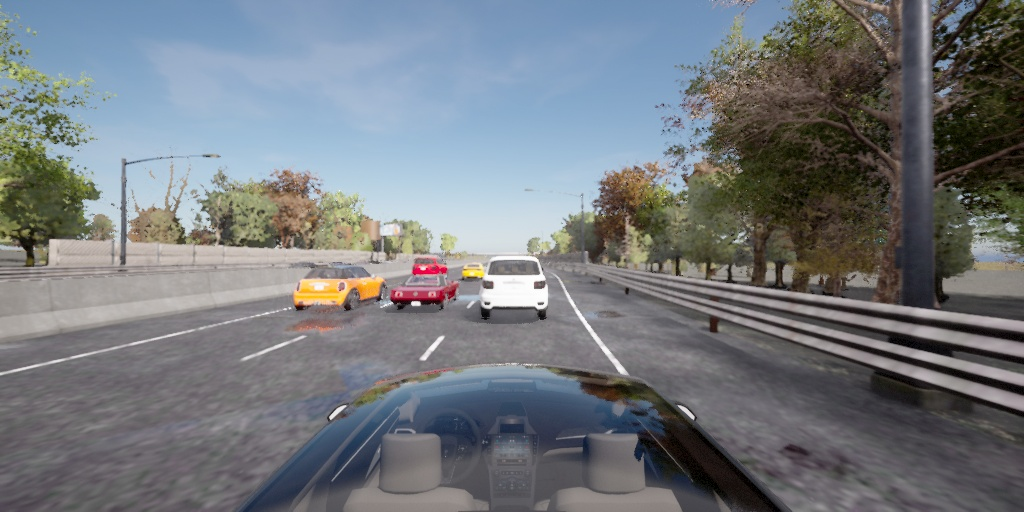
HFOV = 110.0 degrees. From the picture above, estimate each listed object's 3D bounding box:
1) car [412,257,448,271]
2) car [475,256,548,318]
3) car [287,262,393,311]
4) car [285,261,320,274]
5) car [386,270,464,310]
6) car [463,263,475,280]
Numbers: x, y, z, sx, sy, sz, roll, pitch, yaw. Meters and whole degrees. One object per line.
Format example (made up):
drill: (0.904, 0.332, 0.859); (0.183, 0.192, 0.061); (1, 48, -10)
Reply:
car: (-6.935, 1.125, 30.682); (2.150, 2.045, 5.566); (0, 0, 0)
car: (0.069, 1.033, 13.346); (2.150, 2.045, 5.566); (0, 0, 0)
car: (-6.929, 1.171, 15.027); (2.097, 1.767, 4.553); (0, 0, 0)
car: (-28.078, 1.515, 48.159); (1.837, 1.490, 4.892); (0, 0, 0)
car: (-3.426, 1.420, 15.059); (1.895, 1.301, 4.718); (0, 0, 0)
car: (-3.433, 1.397, 33.270); (1.882, 1.535, 5.008); (0, 0, 0)
